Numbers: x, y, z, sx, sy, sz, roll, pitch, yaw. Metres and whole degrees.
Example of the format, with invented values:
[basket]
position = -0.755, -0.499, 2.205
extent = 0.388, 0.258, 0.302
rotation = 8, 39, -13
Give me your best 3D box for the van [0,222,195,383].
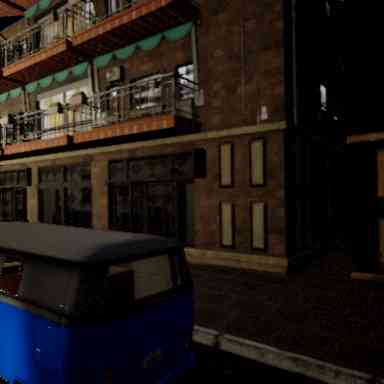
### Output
[van]
position = -1.875, 1.342, 4.229
extent = 3.998, 1.788, 1.690
rotation = 0, -1, 36
